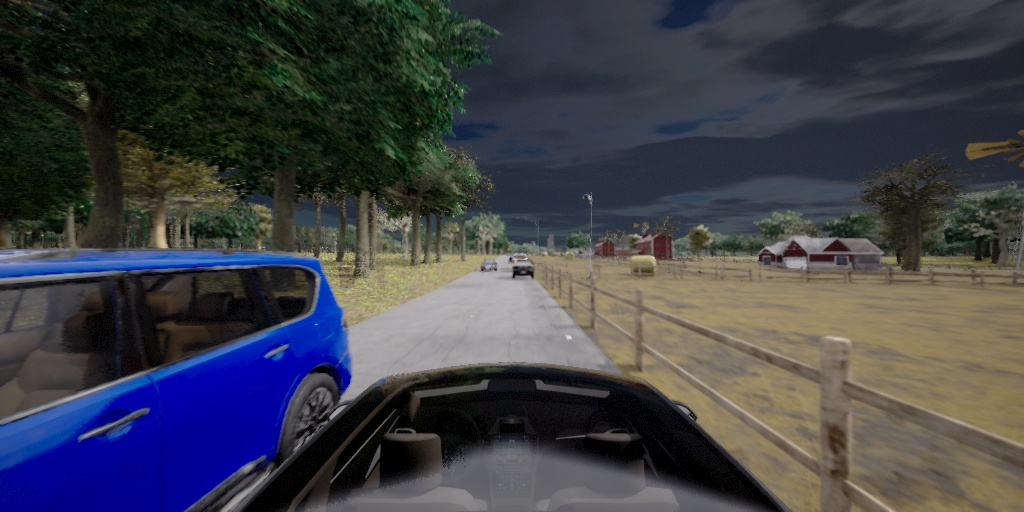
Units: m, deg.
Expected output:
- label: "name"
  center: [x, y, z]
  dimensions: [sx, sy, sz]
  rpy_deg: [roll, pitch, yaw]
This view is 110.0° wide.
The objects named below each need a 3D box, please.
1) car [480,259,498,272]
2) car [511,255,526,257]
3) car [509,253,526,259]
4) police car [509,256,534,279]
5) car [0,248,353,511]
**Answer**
- label: "car"
  center: [-2.638, 1.055, 42.047]
  dimensions: [2.128, 1.511, 4.902]
  rpy_deg: [0, 1, 1]
- label: "car"
  center: [1.013, 1.045, 42.377]
  dimensions: [1.882, 1.535, 5.008]
  rpy_deg: [0, 1, 0]
- label: "car"
  center: [1.041, 0.691, 48.406]
  dimensions: [2.150, 2.045, 5.566]
  rpy_deg: [0, 1, 0]
- label: "police car"
  center: [0.967, 1.116, 32.486]
  dimensions: [1.930, 1.638, 5.238]
  rpy_deg: [0, 1, 0]
- label: "car"
  center: [-2.846, 0.964, 1.751]
  dimensions: [2.150, 2.045, 5.566]
  rpy_deg: [0, 0, 0]
